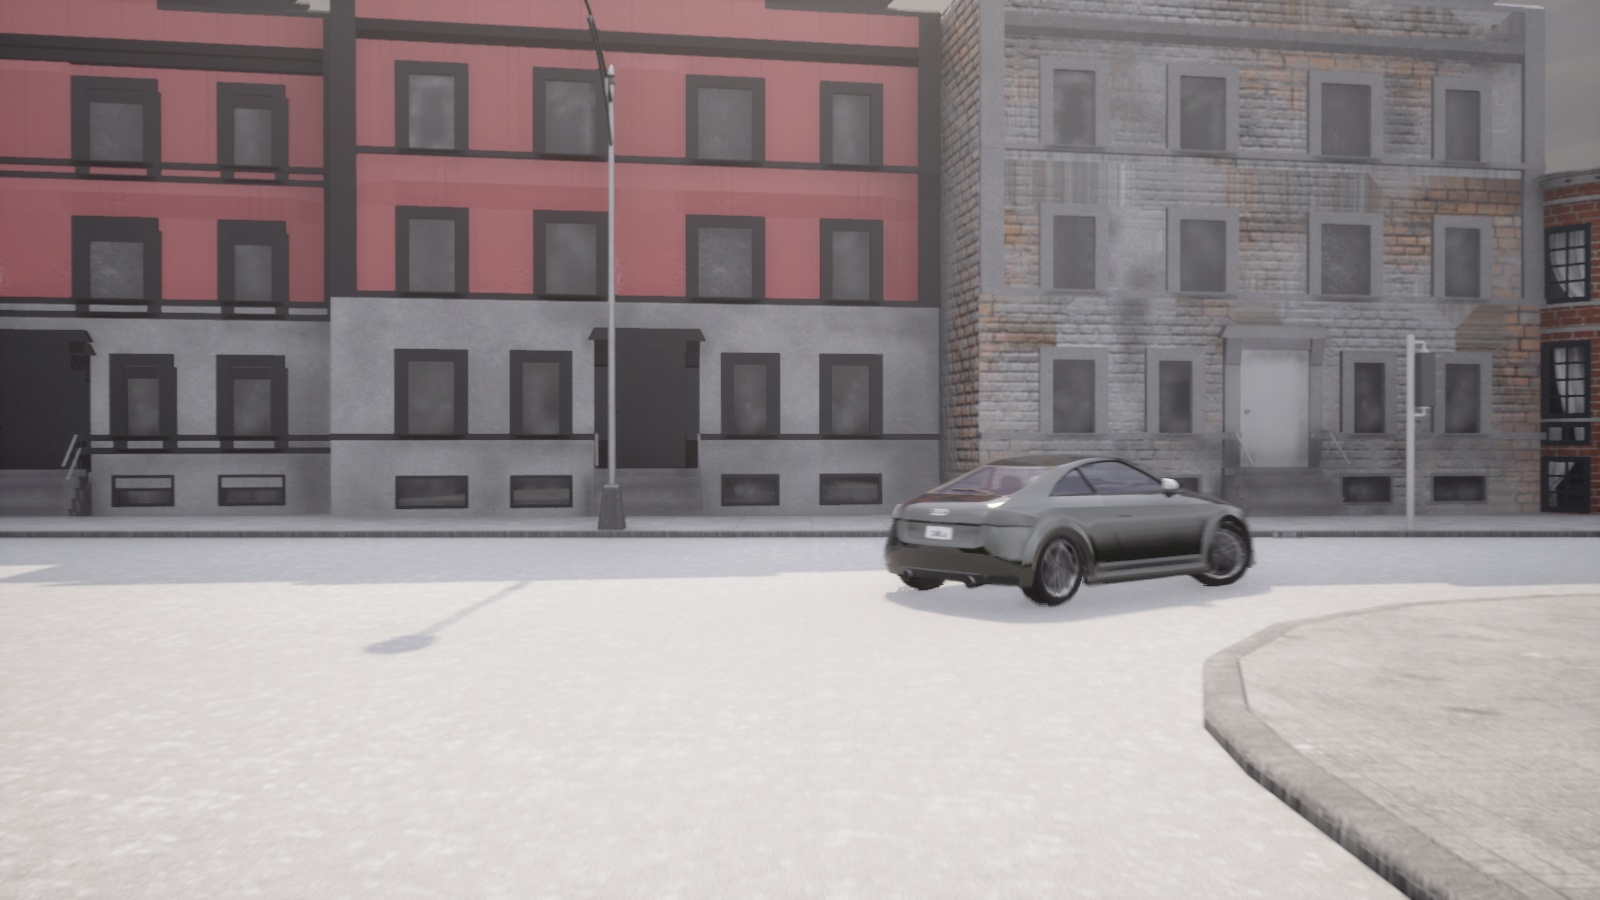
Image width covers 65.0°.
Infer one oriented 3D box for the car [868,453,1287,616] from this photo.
[{"bbox_3d":[2.939,0.740,12.929,4.181,1.385,1.994,0,0,-38],"label":"car"}]
